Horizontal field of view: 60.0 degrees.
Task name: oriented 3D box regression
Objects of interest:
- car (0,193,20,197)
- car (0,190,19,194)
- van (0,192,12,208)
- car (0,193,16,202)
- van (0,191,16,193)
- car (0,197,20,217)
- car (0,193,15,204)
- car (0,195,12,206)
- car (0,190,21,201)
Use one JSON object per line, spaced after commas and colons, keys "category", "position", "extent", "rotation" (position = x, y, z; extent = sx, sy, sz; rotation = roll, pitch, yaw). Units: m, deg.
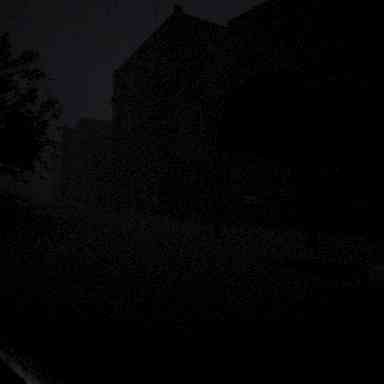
{"category": "car", "position": [-18.004, 1.208, 29.234], "extent": [4.553, 1.767, 2.185], "rotation": [2, 0, -31]}
{"category": "car", "position": [-20.811, 1.031, 33.965], "extent": [5.566, 2.045, 2.435], "rotation": [2, 0, -30]}
{"category": "van", "position": [-24.732, 0.968, 41.000], "extent": [4.442, 1.987, 1.878], "rotation": [1, 0, -29]}
{"category": "car", "position": [-33.546, 0.955, 58.098], "extent": [4.792, 1.488, 2.163], "rotation": [1, 0, -24]}
{"category": "van", "position": [-19.534, 1.079, 31.531], "extent": [4.442, 1.987, 1.878], "rotation": [2, 0, -31]}
{"category": "car", "position": [-16.636, 1.358, 26.844], "extent": [4.892, 1.521, 2.231], "rotation": [2, 0, -31]}
{"category": "car", "position": [-31.132, 1.010, 53.058], "extent": [4.892, 1.521, 2.231], "rotation": [1, 0, -26]}
{"category": "car", "position": [-27.428, 1.163, 45.752], "extent": [4.674, 1.452, 2.002], "rotation": [1, 0, -27]}
{"category": "car", "position": [-35.766, 0.612, 63.090], "extent": [5.566, 2.045, 2.435], "rotation": [2, 0, -23]}
